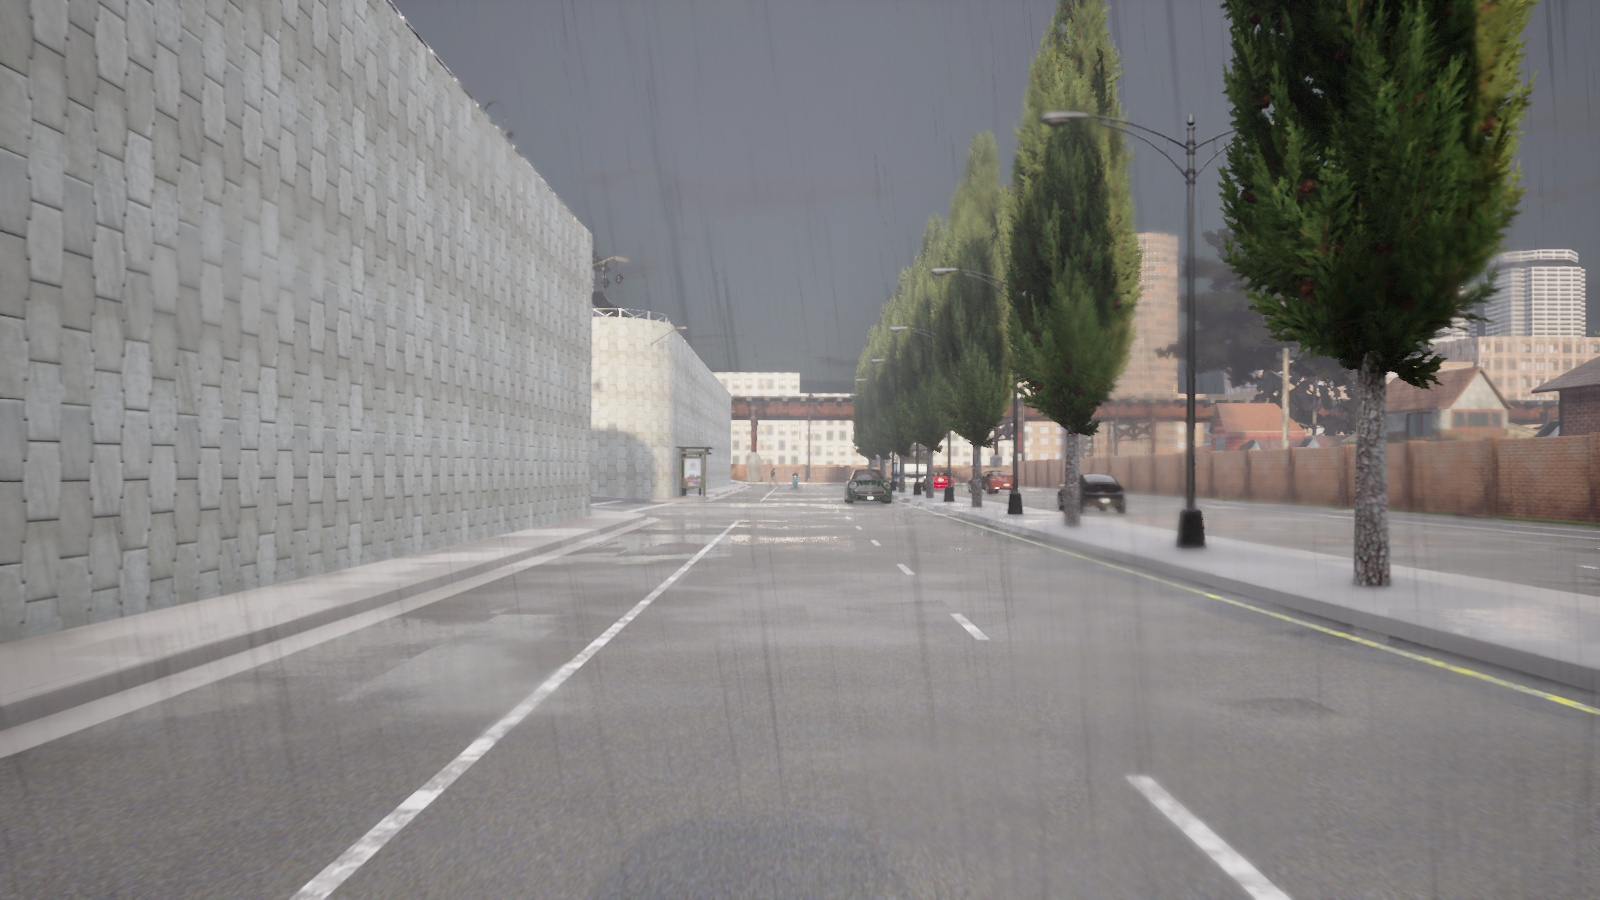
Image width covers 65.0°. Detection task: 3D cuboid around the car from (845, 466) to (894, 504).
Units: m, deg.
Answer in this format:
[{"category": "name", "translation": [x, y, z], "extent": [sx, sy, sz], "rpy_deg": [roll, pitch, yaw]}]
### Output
[{"category": "car", "translation": [3.290, 1.670, 60.656], "extent": [2.097, 1.767, 4.553], "rpy_deg": [0, -1, 0]}]

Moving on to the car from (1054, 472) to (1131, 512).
[{"category": "car", "translation": [11.330, 1.593, 49.030], "extent": [1.837, 1.490, 4.892], "rpy_deg": [0, -1, 0]}]

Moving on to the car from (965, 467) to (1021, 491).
[{"category": "car", "translation": [13.523, 2.014, 88.333], "extent": [2.152, 1.651, 5.027], "rpy_deg": [0, -1, -14]}]
